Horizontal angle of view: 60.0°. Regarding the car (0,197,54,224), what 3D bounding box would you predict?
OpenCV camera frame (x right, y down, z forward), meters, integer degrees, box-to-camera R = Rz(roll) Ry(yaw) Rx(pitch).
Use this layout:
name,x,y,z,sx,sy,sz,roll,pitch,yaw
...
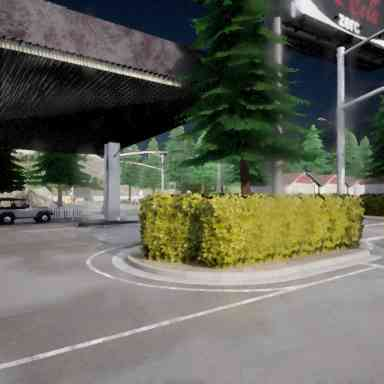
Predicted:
name,x,y,z,sx,sy,sz,roll,pitch,yaw
car,-11.986,1.313,23.468,3.866,1.878,1.905,0,0,-36
